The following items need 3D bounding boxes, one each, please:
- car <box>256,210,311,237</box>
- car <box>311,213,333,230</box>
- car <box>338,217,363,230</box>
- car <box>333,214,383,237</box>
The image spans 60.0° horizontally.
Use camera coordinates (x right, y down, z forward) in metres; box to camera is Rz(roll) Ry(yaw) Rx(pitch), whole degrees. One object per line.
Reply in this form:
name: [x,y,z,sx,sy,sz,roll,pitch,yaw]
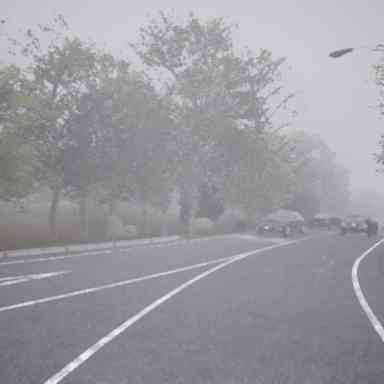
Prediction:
car: [5.671,1.904,20.908,1.837,1.490,4.892,1,-2,36]
car: [11.875,2.578,29.753,1.882,1.535,5.008,1,-4,35]
car: [19.314,3.800,40.398,1.994,1.385,4.181,1,-4,35]
car: [11.487,2.263,22.738,2.033,1.411,5.357,1,-3,35]
